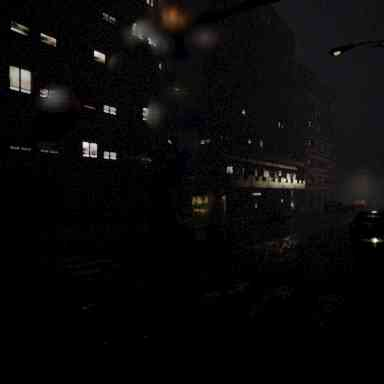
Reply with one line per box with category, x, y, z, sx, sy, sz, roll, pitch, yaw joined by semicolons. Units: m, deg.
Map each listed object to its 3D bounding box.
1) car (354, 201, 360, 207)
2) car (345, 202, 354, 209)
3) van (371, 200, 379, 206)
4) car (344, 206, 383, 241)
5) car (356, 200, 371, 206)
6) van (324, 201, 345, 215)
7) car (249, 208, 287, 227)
car;25.985;2.552;55.183;1.887;1.381;4.507;-2;-2;35
car;22.720;2.359;50.575;1.967;1.590;4.097;-2;-2;35
van;45.531;2.880;82.880;1.690;1.788;3.998;-2;-2;35
car;9.923;1.749;18.109;1.967;1.590;4.097;-2;-2;35
car;32.511;2.499;64.411;2.192;1.841;5.009;-2;-2;35
van;19.455;2.172;45.966;1.690;1.788;3.998;-2;-2;35
car;6.302;2.000;27.379;1.752;1.417;4.829;-2;-2;35
